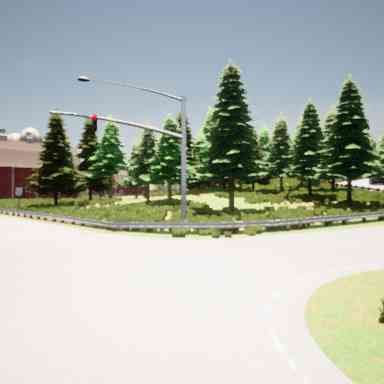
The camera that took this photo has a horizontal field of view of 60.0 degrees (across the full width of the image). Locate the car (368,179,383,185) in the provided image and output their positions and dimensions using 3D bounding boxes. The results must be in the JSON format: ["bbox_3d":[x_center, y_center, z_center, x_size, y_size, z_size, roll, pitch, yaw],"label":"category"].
[{"bbox_3d":[28.770,-1.894,51.783,1.837,1.490,4.892,0,5,21],"label":"car"}]
